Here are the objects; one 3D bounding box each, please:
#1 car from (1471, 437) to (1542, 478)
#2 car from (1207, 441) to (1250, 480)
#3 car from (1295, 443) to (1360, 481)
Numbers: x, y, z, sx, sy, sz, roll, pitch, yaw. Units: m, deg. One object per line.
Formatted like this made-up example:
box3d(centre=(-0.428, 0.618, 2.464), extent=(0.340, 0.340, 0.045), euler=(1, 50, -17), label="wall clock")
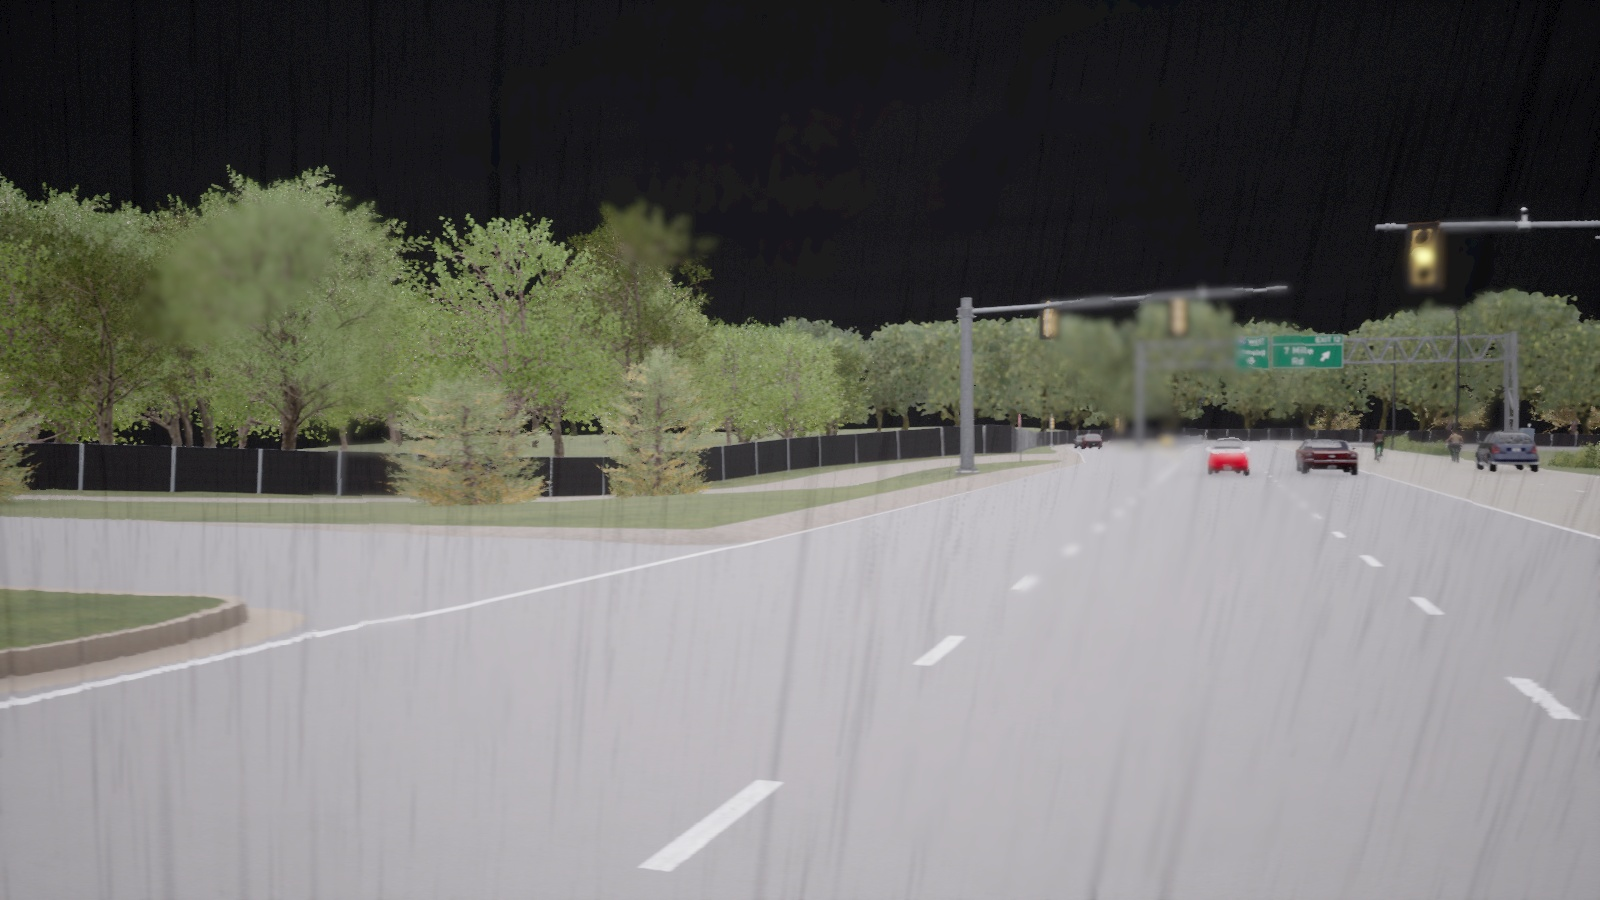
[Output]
box3d(centre=(28.156, 0.278, 50.158), extent=(1.789, 1.549, 3.705), euler=(1, 1, 19), label="car")
box3d(centre=(15.808, 0.359, 46.362), extent=(1.481, 1.376, 2.207), euler=(1, 1, 19), label="car")
box3d(centre=(19.839, 0.406, 47.377), extent=(1.895, 1.301, 4.718), euler=(1, 1, 19), label="car")
